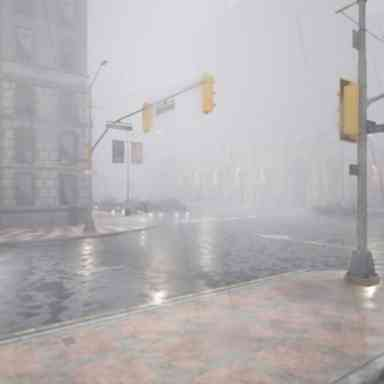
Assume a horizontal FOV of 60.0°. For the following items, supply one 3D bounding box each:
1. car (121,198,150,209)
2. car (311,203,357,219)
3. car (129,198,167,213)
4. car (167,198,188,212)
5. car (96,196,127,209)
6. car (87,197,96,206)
[{"bbox_3d":[-8.130,1.548,47.437,2.033,1.411,5.357,0,0,-35],"label":"car"},{"bbox_3d":[12.749,1.601,29.450,1.895,1.301,4.718,0,0,-20],"label":"car"},{"bbox_3d":[-4.989,1.564,37.063,1.994,1.385,4.181,0,0,-36],"label":"car"},{"bbox_3d":[-2.432,1.505,39.500,1.837,1.490,4.892,0,0,-36],"label":"car"},{"bbox_3d":[-10.944,1.601,45.347,1.895,1.301,4.718,0,0,-35],"label":"car"},{"bbox_3d":[-16.964,1.548,53.881,2.033,1.411,5.357,0,0,-35],"label":"car"}]
